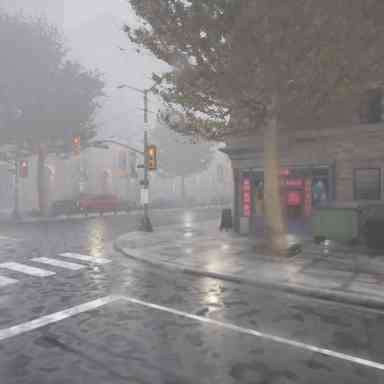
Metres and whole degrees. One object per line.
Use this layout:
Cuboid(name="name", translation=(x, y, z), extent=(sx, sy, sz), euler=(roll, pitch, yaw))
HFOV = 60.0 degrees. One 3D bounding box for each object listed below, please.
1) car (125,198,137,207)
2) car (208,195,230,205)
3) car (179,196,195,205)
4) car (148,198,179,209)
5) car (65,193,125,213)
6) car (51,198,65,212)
Cuboid(name="car", translation=(-10.209, 1.595, 47.930), extent=(1.895, 1.301, 4.718), euler=(0, 0, 36))
Cuboid(name="car", translation=(4.689, 1.351, 57.138), extent=(2.097, 1.767, 4.553), euler=(0, 0, 36))
Cuboid(name="car", translation=(-1.399, 1.491, 54.728), extent=(2.128, 1.511, 4.902), euler=(0, 0, 36))
Cuboid(name="car", translation=(-4.264, 1.526, 44.798), extent=(1.812, 1.442, 4.674), euler=(0, 0, 36))
Cuboid(name="car", translation=(-10.451, 1.221, 36.239), extent=(2.150, 2.045, 5.566), euler=(0, 0, 36))
Cuboid(name="car", translation=(-13.294, 1.214, 38.279), extent=(2.150, 2.045, 5.566), euler=(0, 1, 36))
